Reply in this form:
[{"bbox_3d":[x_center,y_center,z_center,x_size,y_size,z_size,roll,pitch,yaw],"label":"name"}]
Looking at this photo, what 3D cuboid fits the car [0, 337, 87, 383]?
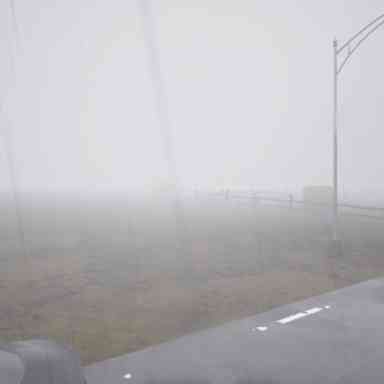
[{"bbox_3d":[-2.657,1.526,1.175,4.674,1.442,1.812,0,0,-36],"label":"car"}]
